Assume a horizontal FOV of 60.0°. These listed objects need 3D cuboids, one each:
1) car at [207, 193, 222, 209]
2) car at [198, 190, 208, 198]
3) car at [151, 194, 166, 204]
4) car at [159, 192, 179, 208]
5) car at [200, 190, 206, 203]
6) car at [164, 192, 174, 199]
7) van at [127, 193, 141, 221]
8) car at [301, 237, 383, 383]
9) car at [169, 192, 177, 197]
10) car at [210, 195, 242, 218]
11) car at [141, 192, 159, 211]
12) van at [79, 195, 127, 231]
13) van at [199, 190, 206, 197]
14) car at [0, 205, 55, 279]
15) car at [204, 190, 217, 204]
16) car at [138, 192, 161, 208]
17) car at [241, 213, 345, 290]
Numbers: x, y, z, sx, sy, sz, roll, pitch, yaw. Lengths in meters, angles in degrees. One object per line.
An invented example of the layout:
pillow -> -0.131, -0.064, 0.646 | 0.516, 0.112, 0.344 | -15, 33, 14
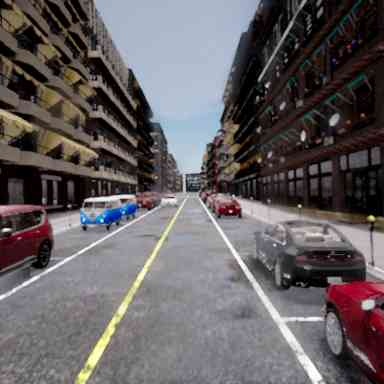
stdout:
car -> 2.653, 1.092, 30.446 | 1.887, 1.381, 4.507 | 0, 1, 0
car -> 2.659, 0.342, 80.223 | 2.192, 1.841, 5.009 | 0, 1, 0
car -> -5.207, 1.062, 52.638 | 1.947, 1.339, 4.313 | 0, 1, 0
car -> -2.672, 1.097, 39.979 | 1.812, 1.442, 4.674 | -1, 1, 0
car -> 2.632, 0.673, 47.036 | 2.192, 1.841, 5.009 | 0, 1, 0
car -> -5.189, 0.820, 74.758 | 1.887, 1.381, 4.507 | 0, 1, 0
van -> -5.229, 1.152, 24.984 | 1.690, 1.788, 3.998 | 0, 1, 0
car -> 2.632, 1.439, 2.794 | 1.887, 1.381, 4.507 | 0, 1, 0
car -> -5.175, 0.712, 91.351 | 1.802, 1.307, 4.206 | 0, 0, 0
car -> 2.649, 1.157, 24.917 | 1.887, 1.381, 4.507 | 0, 1, 0
car -> -5.220, 0.996, 36.044 | 2.192, 1.841, 5.009 | 0, 1, 0
van -> -5.233, 1.219, 19.453 | 1.690, 1.788, 3.998 | 0, 1, 0
van -> 2.663, 0.320, 85.755 | 1.690, 1.788, 3.998 | 0, 0, 0
car -> -5.241, 1.335, 8.394 | 2.192, 1.841, 5.009 | 0, 1, 0
car -> 2.665, 0.923, 35.976 | 1.967, 1.590, 4.097 | 0, 1, 0
car -> -5.216, 0.933, 41.573 | 2.192, 1.841, 5.009 | 0, 1, 0
car -> 2.636, 1.372, 8.326 | 2.008, 1.369, 4.403 | 0, 1, 0
